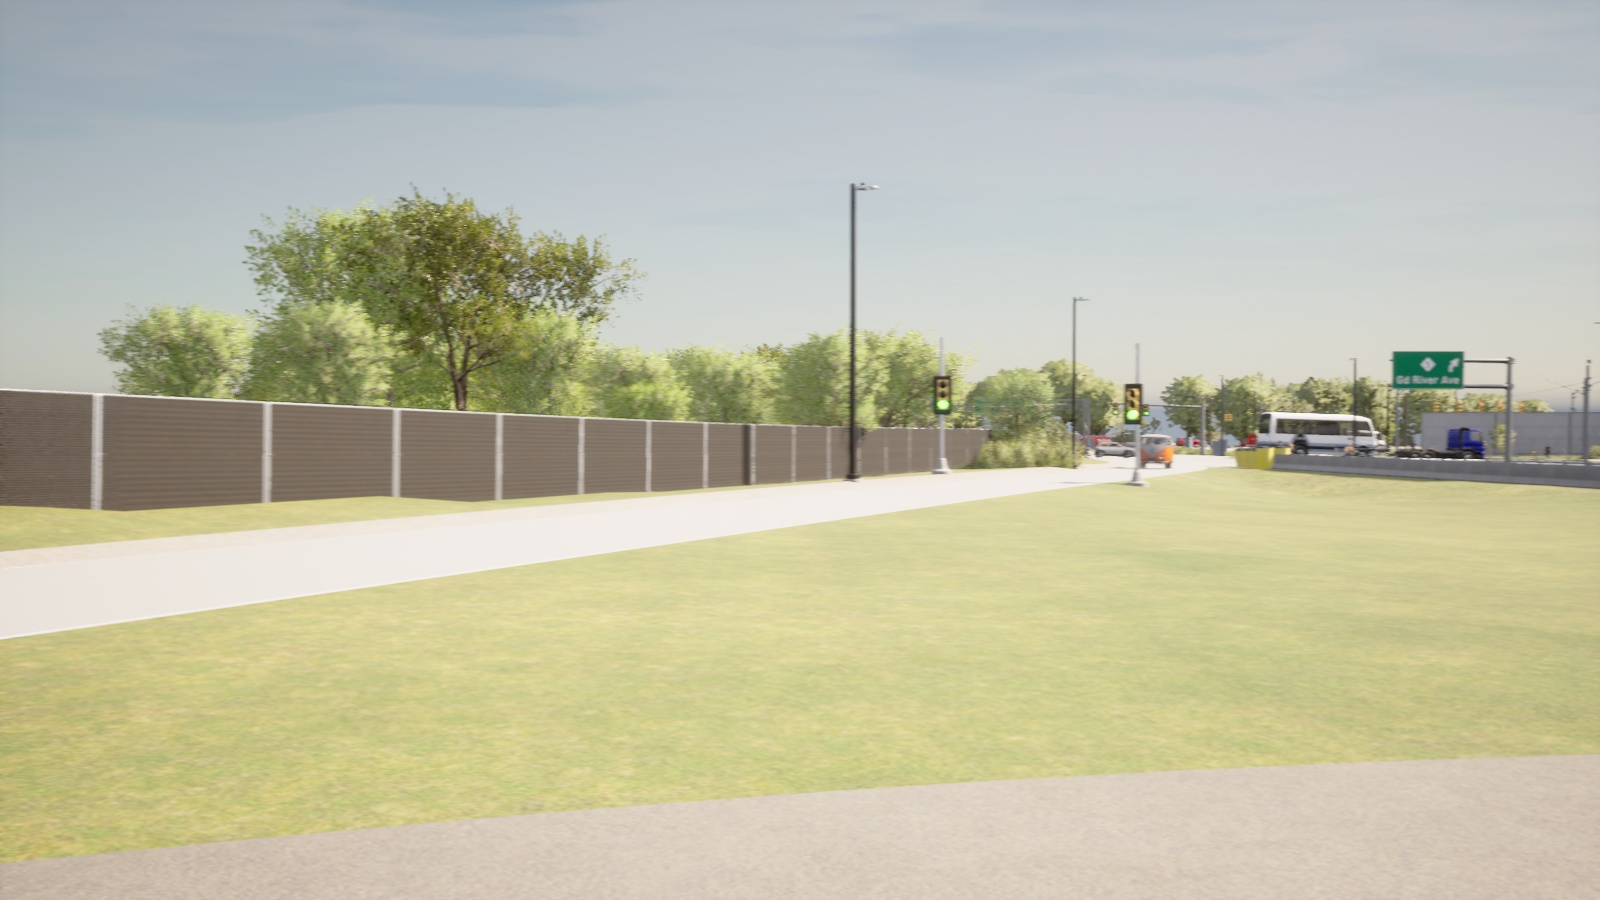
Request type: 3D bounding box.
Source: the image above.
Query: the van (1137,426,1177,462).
[{"bbox_3d":[20.643,-0.339,72.510,1.775,1.987,4.442,0,0,21],"label":"van"}]
